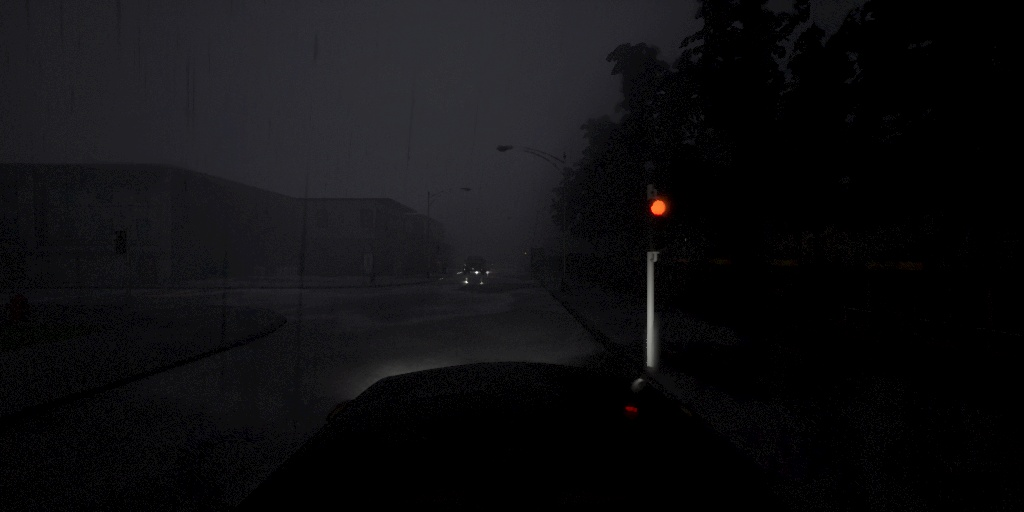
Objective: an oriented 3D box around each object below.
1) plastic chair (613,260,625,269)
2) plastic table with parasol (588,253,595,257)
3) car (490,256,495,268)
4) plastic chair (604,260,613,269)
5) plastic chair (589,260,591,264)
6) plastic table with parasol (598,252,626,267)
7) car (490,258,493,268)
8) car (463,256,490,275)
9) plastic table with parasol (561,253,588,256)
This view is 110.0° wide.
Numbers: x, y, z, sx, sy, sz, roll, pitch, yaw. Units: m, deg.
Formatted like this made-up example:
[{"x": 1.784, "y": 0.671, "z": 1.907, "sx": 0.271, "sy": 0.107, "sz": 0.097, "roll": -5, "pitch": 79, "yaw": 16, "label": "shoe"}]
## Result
[{"x": 16.069, "y": 1.296, "z": 54.083, "sx": 0.750, "sy": 1.272, "sz": 0.730, "roll": 0, "pitch": 0, "yaw": -40, "label": "plastic chair"}, {"x": 14.722, "y": 0.673, "z": 63.297, "sx": 2.482, "sy": 2.480, "sz": 2.482, "roll": 0, "pitch": 0, "yaw": -42, "label": "plastic table with parasol"}, {"x": -4.023, "y": 0.971, "z": 60.513, "sx": 2.150, "sy": 2.045, "sz": 5.566, "roll": 0, "pitch": 0, "yaw": 1, "label": "car"}, {"x": 14.363, "y": 1.306, "z": 54.181, "sx": 0.730, "sy": 1.272, "sz": 0.750, "roll": 0, "pitch": 0, "yaw": -35, "label": "plastic chair"}, {"x": 13.769, "y": 1.304, "z": 62.410, "sx": 0.730, "sy": 1.272, "sz": 0.750, "roll": 0, "pitch": 0, "yaw": -35, "label": "plastic chair"}, {"x": 15.337, "y": 0.694, "z": 55.082, "sx": 2.482, "sy": 2.480, "sz": 2.482, "roll": 0, "pitch": 0, "yaw": -40, "label": "plastic table with parasol"}, {"x": -4.053, "y": 1.351, "z": 50.320, "sx": 1.895, "sy": 1.301, "sz": 4.718, "roll": 0, "pitch": 0, "yaw": 0, "label": "car"}, {"x": -4.067, "y": 0.971, "z": 40.143, "sx": 2.150, "sy": 2.045, "sz": 5.566, "roll": 0, "pitch": 0, "yaw": 0, "label": "car"}, {"x": 10.020, "y": 0.684, "z": 57.826, "sx": 2.482, "sy": 2.480, "sz": 2.482, "roll": 0, "pitch": 0, "yaw": -40, "label": "plastic table with parasol"}]
